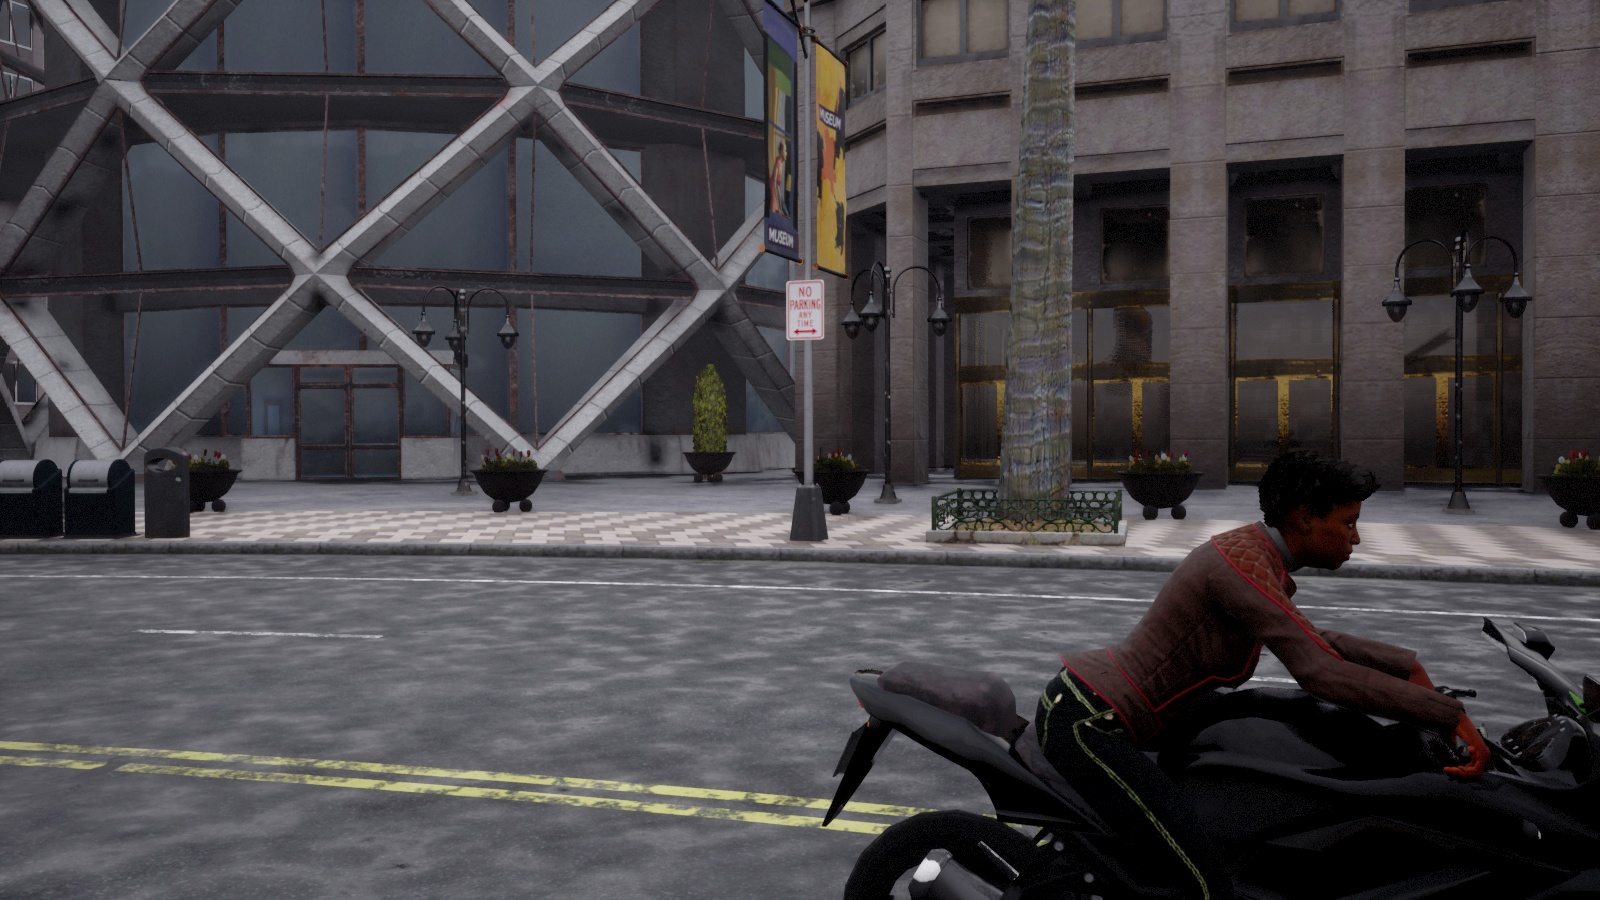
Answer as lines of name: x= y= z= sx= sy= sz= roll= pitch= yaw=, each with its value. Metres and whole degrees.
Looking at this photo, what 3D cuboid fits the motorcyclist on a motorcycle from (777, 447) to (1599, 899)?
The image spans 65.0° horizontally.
motorcyclist on a motorcycle: x=1.045 y=0.766 z=2.889 sx=2.044 sy=1.523 sz=0.797 roll=1 pitch=1 yaw=19
